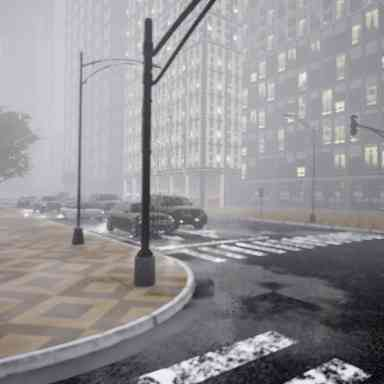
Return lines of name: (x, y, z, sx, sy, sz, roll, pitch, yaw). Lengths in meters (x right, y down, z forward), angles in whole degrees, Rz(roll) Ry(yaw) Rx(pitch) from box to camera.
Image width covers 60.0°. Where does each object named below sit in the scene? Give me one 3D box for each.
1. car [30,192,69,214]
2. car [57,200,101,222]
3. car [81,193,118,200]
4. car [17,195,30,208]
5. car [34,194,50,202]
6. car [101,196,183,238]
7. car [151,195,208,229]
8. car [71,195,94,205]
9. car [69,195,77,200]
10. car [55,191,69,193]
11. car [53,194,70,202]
car: (-14.066, 1.138, 32.686, 2.097, 1.767, 4.553, 1, 0, -37)
car: (-8.177, 1.475, 24.791, 1.895, 1.301, 4.718, 1, 0, -37)
car: (-7.556, 1.121, 29.408, 2.150, 2.045, 5.566, 1, 0, -37)
car: (-20.094, 1.183, 40.797, 2.128, 1.511, 4.902, 1, 0, -36)
car: (-28.528, 1.136, 63.199, 1.994, 1.385, 4.181, 1, 0, -37)
car: (-2.787, 1.305, 17.595, 2.097, 1.767, 4.553, 1, 0, -37)
car: (-1.357, 1.212, 21.110, 2.150, 2.045, 5.566, 1, 0, -37)
car: (-18.060, 1.252, 54.628, 2.128, 1.511, 4.902, 1, 0, -37)
car: (-13.688, 1.297, 37.610, 2.128, 1.511, 4.902, 1, 0, -37)
car: (-21.313, 0.919, 53.571, 2.150, 2.045, 5.566, 1, 0, -37)
car: (-25.355, 1.162, 64.381, 1.812, 1.442, 4.674, 1, 0, -37)
